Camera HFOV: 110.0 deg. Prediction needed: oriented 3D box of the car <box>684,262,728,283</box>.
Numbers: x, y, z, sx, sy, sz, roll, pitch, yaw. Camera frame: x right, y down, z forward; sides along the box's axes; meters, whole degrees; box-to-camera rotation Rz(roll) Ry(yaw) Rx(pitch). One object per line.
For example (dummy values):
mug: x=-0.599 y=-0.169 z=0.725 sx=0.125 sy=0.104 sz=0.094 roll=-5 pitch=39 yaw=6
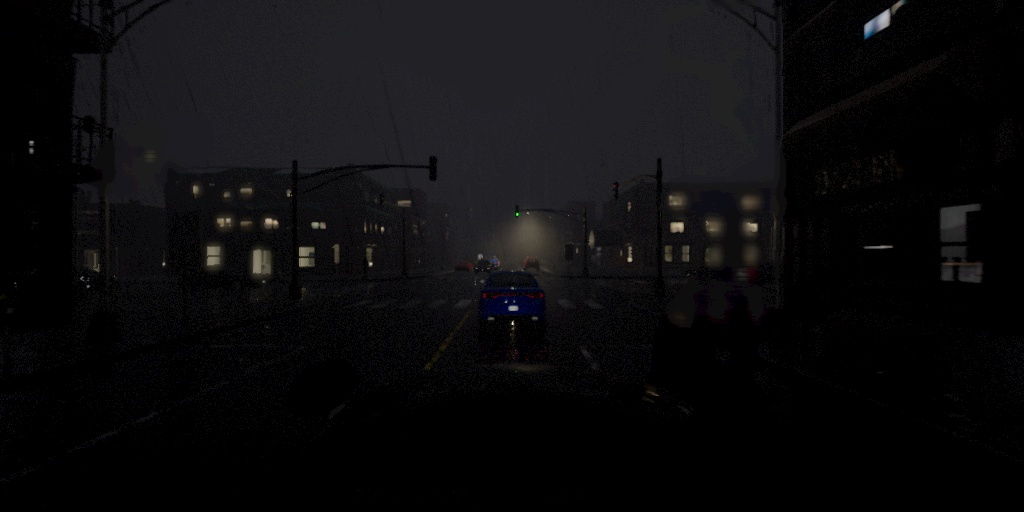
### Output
car: x=14.362 y=1.104 z=25.090 sx=4.181 sy=1.385 sz=1.994 roll=-1 pitch=0 yaw=0

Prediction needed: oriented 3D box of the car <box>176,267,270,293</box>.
car: x=-17.512 y=1.411 z=21.869 sx=4.892 sy=1.490 sz=1.837 roll=-1 pitch=0 yaw=0

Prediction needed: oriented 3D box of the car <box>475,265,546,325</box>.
car: x=-0.053 y=1.214 z=11.868 sx=1.882 sy=1.535 sz=5.008 roll=0 pitch=0 yaw=-2

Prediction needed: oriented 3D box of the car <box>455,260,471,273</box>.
car: x=-5.782 y=1.250 z=43.352 sx=1.888 sy=1.381 sz=4.507 roll=0 pitch=0 yaw=0

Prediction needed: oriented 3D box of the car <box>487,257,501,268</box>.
car: x=-3.006 y=1.051 z=60.059 sx=2.097 sy=1.767 sz=4.553 roll=0 pitch=0 yaw=0

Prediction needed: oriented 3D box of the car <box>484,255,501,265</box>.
car: x=-3.092 y=0.923 z=49.903 sx=2.150 sy=2.045 sz=5.566 roll=0 pitch=0 yaw=1

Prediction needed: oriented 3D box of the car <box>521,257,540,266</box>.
car: x=2.686 y=1.017 z=48.875 sx=2.192 sy=1.841 sz=5.009 roll=0 pitch=0 yaw=0

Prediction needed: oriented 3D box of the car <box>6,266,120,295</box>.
car: x=-26.962 y=1.370 z=21.865 sx=4.553 sy=1.767 sz=2.097 roll=-1 pitch=0 yaw=0

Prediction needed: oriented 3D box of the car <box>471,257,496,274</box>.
car: x=-3.094 y=1.212 z=39.950 sx=1.837 sy=1.490 sz=4.892 roll=0 pitch=0 yaw=0

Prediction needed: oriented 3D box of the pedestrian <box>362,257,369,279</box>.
pedestrian: x=-12.515 y=0.999 z=30.609 sx=0.375 sy=1.860 sz=0.375 roll=0 pitch=1 yaw=0

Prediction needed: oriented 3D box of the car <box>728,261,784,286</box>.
car: x=16.062 y=1.080 z=21.874 sx=4.181 sy=1.385 sz=1.994 roll=-1 pitch=0 yaw=0

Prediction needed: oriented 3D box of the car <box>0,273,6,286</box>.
car: x=-37.507 y=1.591 z=27.668 sx=4.097 sy=1.591 sz=1.967 roll=0 pitch=0 yaw=0
